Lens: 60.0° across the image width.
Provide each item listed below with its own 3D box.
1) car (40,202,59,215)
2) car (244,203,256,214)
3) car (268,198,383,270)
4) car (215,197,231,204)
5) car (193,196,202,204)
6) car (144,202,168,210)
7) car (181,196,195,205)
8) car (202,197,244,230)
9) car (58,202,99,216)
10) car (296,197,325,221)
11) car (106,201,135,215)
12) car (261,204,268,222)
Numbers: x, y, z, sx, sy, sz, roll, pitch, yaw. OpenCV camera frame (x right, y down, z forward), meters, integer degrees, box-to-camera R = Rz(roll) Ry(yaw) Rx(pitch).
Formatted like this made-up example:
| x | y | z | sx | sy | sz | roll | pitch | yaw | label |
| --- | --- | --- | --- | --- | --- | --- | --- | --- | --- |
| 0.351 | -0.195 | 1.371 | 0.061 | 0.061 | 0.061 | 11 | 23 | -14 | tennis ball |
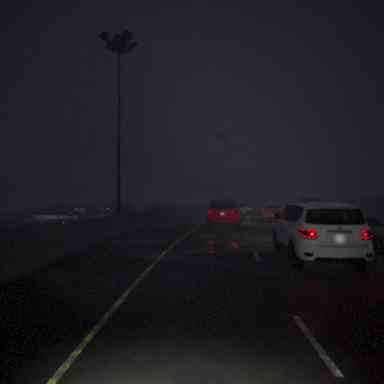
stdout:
| x | y | z | sx | sy | sz | roll | pitch | yaw | label |
| --- | --- | --- | --- | --- | --- | --- | --- | --- | --- |
| -15.710 | 1.916 | 40.018 | 2.033 | 1.411 | 5.357 | 0 | -1 | 15 | car |
| 6.796 | 2.036 | 41.578 | 1.895 | 1.301 | 4.718 | 0 | -1 | 17 | car |
| 4.255 | 1.350 | 11.675 | 2.150 | 2.045 | 5.566 | 0 | -1 | 5 | car |
| 7.148 | 1.910 | 77.213 | 1.837 | 1.490 | 4.892 | 0 | -1 | 30 | car |
| 2.616 | 2.271 | 76.300 | 1.994 | 1.385 | 4.181 | 0 | -1 | 28 | car |
| -4.372 | 1.973 | 41.498 | 1.994 | 1.385 | 4.181 | 0 | -1 | 16 | car |
| -0.435 | 1.949 | 78.016 | 2.150 | 2.045 | 5.566 | 0 | -1 | 28 | car |
| 2.336 | 1.465 | 23.379 | 2.150 | 2.045 | 5.566 | 0 | 0 | 10 | car |
| -12.636 | 1.955 | 37.898 | 1.895 | 1.301 | 4.718 | 0 | -1 | 14 | car |
| 11.395 | 1.575 | 32.338 | 2.150 | 2.045 | 5.566 | 0 | -1 | 14 | car |
| -8.484 | 1.888 | 39.831 | 1.837 | 1.490 | 4.892 | 0 | -1 | 15 | car |
| 7.252 | 1.798 | 29.980 | 1.882 | 1.535 | 5.008 | 0 | -1 | 13 | car |
